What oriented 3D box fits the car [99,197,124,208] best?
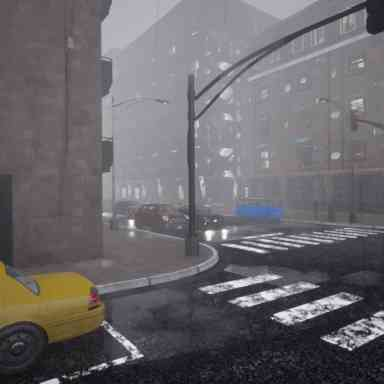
[{"bbox_3d":[-11.626,1.463,47.852,1.887,1.381,4.507,-1,0,-36],"label":"car"}]

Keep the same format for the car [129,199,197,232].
[{"bbox_3d":[-1.834,1.440,20.021,1.967,1.590,4.097,0,0,-36],"label":"car"}]

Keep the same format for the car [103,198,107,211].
[{"bbox_3d":[-11.544,1.452,37.874,2.128,1.511,4.902,-1,0,-36],"label":"car"}]

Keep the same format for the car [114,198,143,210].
[{"bbox_3d":[-8.308,1.463,43.265,1.887,1.381,4.507,-1,0,-36],"label":"car"}]

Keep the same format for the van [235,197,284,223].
[{"bbox_3d":[4.967,1.280,24.917,1.690,1.788,3.998,0,0,-36],"label":"van"}]

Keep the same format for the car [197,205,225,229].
[{"bbox_3d":[0.231,1.545,21.584,1.994,1.385,4.181,-1,0,-36],"label":"car"}]

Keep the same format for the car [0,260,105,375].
[{"bbox_3d":[-3.566,1.525,4.024,4.829,1.417,1.752,0,0,-35],"label":"car"}]

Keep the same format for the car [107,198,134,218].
[{"bbox_3d":[-5.604,1.493,29.650,1.812,1.442,4.674,-1,0,-36],"label":"car"}]

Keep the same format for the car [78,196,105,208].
[{"bbox_3d":[-14.270,1.429,46.997,2.128,1.511,4.902,-1,0,-36],"label":"car"}]
